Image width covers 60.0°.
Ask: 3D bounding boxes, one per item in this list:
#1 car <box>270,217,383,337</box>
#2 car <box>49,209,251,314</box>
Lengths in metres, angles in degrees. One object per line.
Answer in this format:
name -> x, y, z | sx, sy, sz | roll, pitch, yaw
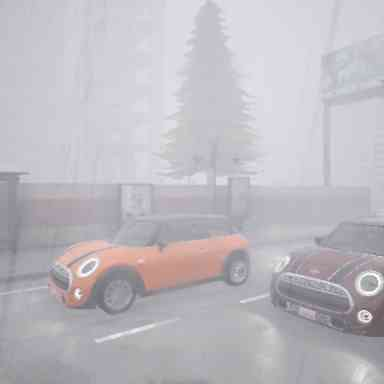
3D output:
car -> 3.661, 1.326, 6.590 | 4.553, 1.767, 2.097 | 0, 0, -35
car -> -0.805, 1.338, 7.710 | 4.553, 1.767, 2.097 | 0, 0, -36
